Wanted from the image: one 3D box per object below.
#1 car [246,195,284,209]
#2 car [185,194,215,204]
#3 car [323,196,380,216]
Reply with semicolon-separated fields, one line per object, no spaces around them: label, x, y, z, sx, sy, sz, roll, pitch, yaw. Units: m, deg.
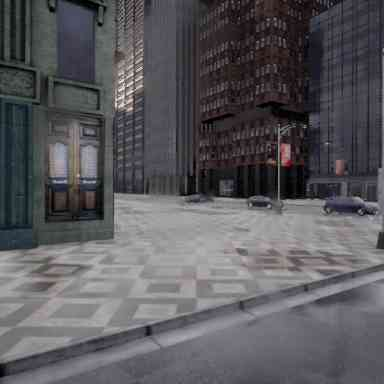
car;8.358;1.155;38.195;1.837;1.490;4.892;0;1;-35
car;1.033;1.038;48.604;2.033;1.411;5.357;0;1;-35
car;14.272;1.135;29.792;2.097;1.767;4.553;0;1;-35
